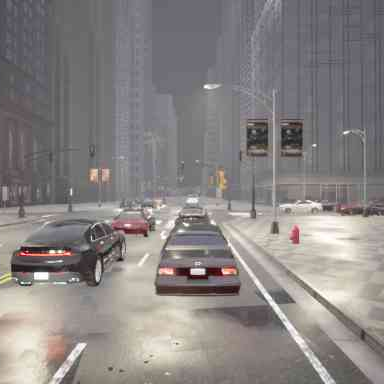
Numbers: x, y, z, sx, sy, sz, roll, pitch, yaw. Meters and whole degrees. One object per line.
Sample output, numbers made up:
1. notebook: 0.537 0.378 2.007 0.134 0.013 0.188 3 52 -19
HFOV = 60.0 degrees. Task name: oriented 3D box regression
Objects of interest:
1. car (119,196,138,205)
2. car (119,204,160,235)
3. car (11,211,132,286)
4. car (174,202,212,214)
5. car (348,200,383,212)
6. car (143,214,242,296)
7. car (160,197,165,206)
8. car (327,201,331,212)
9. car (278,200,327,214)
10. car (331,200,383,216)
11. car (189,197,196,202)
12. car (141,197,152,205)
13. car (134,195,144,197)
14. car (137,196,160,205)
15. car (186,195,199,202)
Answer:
1. car: -9.842 1.735 50.763 1.837 1.490 4.892 0 0 -2
2. car: -3.138 1.601 18.282 1.994 1.385 4.181 0 0 0
3. car: -3.144 1.516 9.381 1.837 1.490 4.892 0 0 0
4. car: 0.059 1.543 18.534 1.837 1.490 4.892 0 0 1
5. car: 20.850 1.644 38.863 4.313 1.339 1.947 0 0 -1
6. car: 0.112 1.557 8.796 2.033 1.411 5.357 0 0 0
7. car: -6.531 1.648 60.157 2.097 1.767 4.553 0 0 0
8. car: 15.210 1.663 38.779 4.313 1.339 1.947 0 0 -1
9. car: 11.659 1.602 35.968 4.674 1.442 1.812 0 -1 -1
10. car: 15.335 1.577 30.256 4.206 1.307 1.802 0 0 -1
11. car: 0.059 2.028 91.248 1.882 1.535 5.008 0 0 0
12. car: -9.704 1.906 71.129 1.812 1.442 4.674 0 0 0
13. car: -9.778 1.522 60.783 2.150 2.045 5.566 0 0 0
14. car: -6.562 1.778 50.875 2.033 1.411 5.357 0 0 0
15. car: 0.134 1.541 63.123 2.150 2.045 5.566 0 0 0
